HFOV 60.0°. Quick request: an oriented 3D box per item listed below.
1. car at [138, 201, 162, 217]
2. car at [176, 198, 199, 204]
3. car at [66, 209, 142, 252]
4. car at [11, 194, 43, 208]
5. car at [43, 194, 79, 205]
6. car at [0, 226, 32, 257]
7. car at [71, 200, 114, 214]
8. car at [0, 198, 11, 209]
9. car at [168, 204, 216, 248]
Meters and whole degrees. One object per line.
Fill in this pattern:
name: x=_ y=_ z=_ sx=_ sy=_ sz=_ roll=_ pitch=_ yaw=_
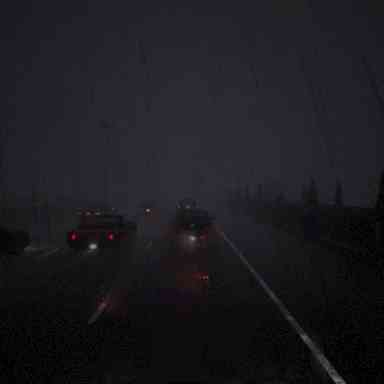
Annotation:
car: x=-3.913 y=1.569 z=31.238 sx=1.994 sy=1.385 sz=4.181 roll=0 pitch=0 yaw=-2
car: x=-0.392 y=1.357 z=30.476 sx=2.097 sy=1.767 sz=4.553 roll=0 pitch=0 yaw=-2
car: x=-3.485 y=1.603 z=13.850 sx=1.895 sy=1.301 sz=4.718 roll=0 pitch=0 yaw=-1
car: x=-18.320 y=1.227 z=38.748 sx=2.150 sy=2.045 sz=5.566 roll=0 pitch=0 yaw=-2
car: x=-14.820 y=1.227 z=38.824 sx=2.150 sy=2.045 sz=5.566 roll=0 pitch=0 yaw=-2
car: x=-6.951 y=1.549 z=10.036 sx=2.033 sy=1.411 sz=5.357 roll=0 pitch=0 yaw=0
car: x=-7.261 y=1.552 z=25.559 sx=2.033 sy=1.411 sz=5.357 roll=0 pitch=0 yaw=-1
car: x=-21.804 y=1.484 z=38.147 sx=1.882 sy=1.535 sz=5.008 roll=0 pitch=0 yaw=-2
car: x=-0.005 y=1.507 z=14.802 sx=1.837 sy=1.490 sz=4.892 roll=0 pitch=0 yaw=-1
